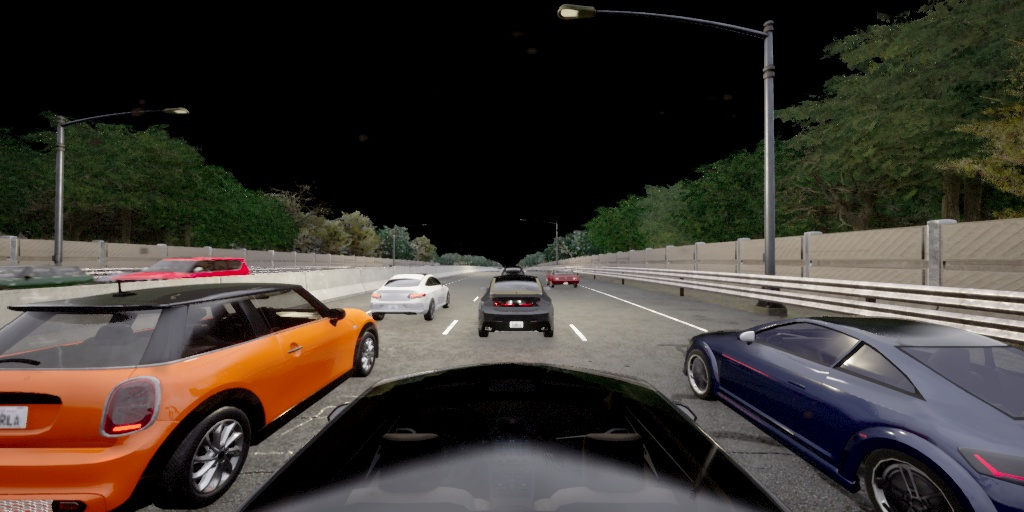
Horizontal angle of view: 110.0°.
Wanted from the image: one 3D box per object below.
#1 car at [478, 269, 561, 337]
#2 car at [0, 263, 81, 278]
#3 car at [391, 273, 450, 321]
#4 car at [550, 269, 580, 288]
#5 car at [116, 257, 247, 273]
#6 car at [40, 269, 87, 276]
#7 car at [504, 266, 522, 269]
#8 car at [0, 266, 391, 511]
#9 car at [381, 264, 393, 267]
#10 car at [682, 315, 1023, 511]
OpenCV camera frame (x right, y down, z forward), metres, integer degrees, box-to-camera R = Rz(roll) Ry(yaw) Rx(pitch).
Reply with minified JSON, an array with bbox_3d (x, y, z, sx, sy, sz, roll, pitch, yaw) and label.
[{"bbox_3d":[0.098,1.289,10.350,1.837,1.490,4.892,0,0,0],"label":"car"},{"bbox_3d":[-21.103,1.181,15.367,2.097,1.767,4.553,0,-1,0],"label":"car"},{"bbox_3d":[-3.403,1.327,12.585,1.812,1.442,4.674,0,-1,0],"label":"car"},{"bbox_3d":[3.591,1.593,26.271,1.895,1.301,4.718,0,-1,0],"label":"car"},{"bbox_3d":[-14.104,1.053,15.691,2.150,2.045,5.566,0,-1,0],"label":"car"},{"bbox_3d":[-17.603,1.393,16.890,2.033,1.411,5.357,0,-1,0],"label":"car"},{"bbox_3d":[0.090,1.538,28.348,1.837,1.490,4.892,0,-1,0],"label":"car"},{"bbox_3d":[-3.403,1.107,4.528,2.097,1.767,4.553,0,0,0],"label":"car"},{"bbox_3d":[-21.017,2.176,59.629,2.097,1.767,4.553,0,-1,0],"label":"car"},{"bbox_3d":[3.600,1.316,3.801,1.994,1.385,4.181,0,0,0],"label":"car"}]
